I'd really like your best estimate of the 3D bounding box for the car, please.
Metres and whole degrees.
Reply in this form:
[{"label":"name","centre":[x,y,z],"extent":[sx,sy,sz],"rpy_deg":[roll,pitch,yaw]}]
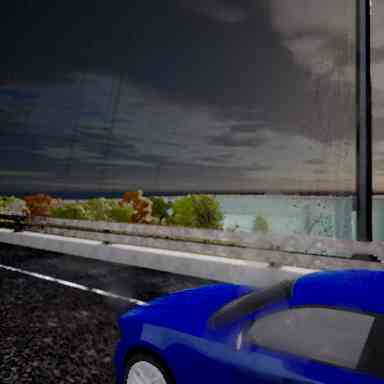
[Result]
[{"label":"car","centre":[1.428,1.480,2.982],"extent":[5.008,1.535,1.882],"rpy_deg":[0,0,35]}]
